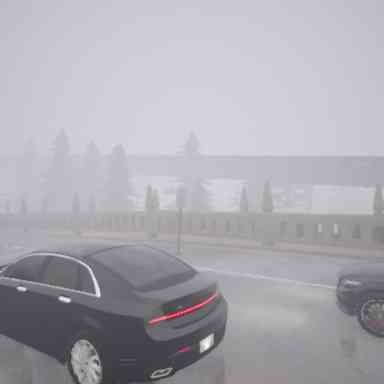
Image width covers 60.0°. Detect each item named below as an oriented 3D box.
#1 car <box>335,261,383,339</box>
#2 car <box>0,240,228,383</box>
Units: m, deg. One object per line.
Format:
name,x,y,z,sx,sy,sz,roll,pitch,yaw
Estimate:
car,4.675,1.538,4.956,4.674,1.442,1.812,0,0,35
car,-1.803,1.547,5.272,4.892,1.490,1.837,-1,-1,35
